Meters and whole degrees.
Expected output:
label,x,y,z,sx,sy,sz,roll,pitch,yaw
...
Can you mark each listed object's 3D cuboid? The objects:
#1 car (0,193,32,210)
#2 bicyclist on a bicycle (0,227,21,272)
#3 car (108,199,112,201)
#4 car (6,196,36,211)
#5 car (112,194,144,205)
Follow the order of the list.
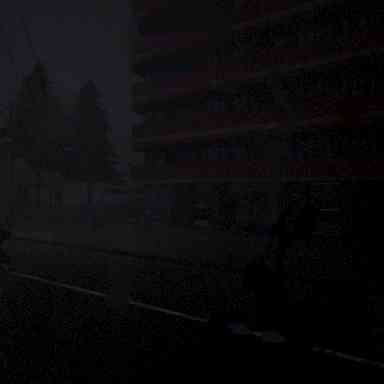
label,x,y,z,sx,sy,sz,roll,pitch,yaw
car,-22.619,1.164,41.637,2.150,2.045,5.566,0,0,34
bicyclist on a bicycle,-5.407,1.451,8.942,0.582,1.620,1.656,0,1,34
car,-12.103,1.470,56.174,1.812,1.442,4.674,0,0,42
car,-19.332,1.545,40.262,1.895,1.301,4.718,0,0,34
car,-9.612,1.165,53.898,2.150,2.045,5.566,0,0,42
